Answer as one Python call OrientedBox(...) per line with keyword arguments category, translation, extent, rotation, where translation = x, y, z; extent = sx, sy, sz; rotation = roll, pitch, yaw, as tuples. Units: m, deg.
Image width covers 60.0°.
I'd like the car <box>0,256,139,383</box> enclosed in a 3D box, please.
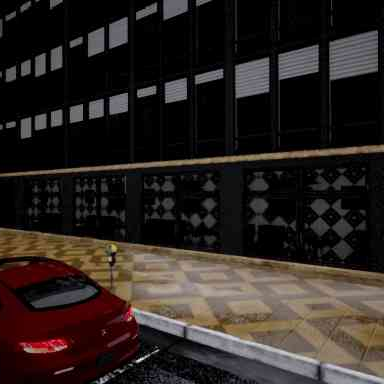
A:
OrientedBox(category="car", translation=(-2.578, 1.582, 4.665), extent=(4.206, 1.307, 1.802), rotation=(0, 0, 35))
